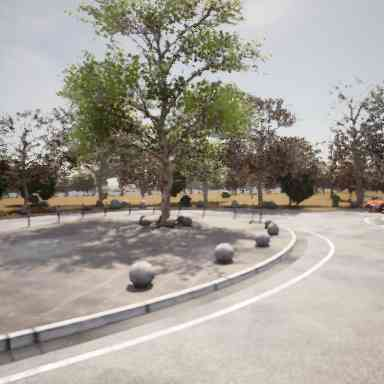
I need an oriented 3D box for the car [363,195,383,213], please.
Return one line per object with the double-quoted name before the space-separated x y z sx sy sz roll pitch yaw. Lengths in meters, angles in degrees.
"car" 18.942 1.076 31.963 4.553 1.767 2.097 0 1 -9
